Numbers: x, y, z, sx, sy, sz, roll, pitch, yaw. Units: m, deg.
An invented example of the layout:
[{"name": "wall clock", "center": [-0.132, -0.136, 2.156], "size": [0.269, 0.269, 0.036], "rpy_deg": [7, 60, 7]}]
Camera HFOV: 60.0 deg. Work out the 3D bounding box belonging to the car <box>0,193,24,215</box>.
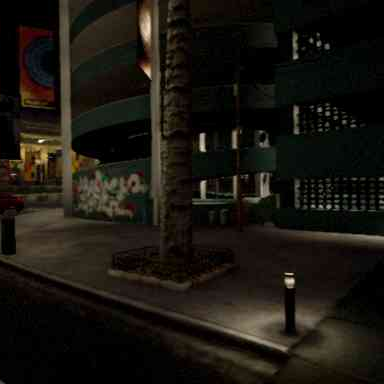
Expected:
[{"name": "car", "center": [-18.804, 1.077, 32.674], "size": [2.150, 2.045, 5.566], "rpy_deg": [-1, 1, 1]}]
